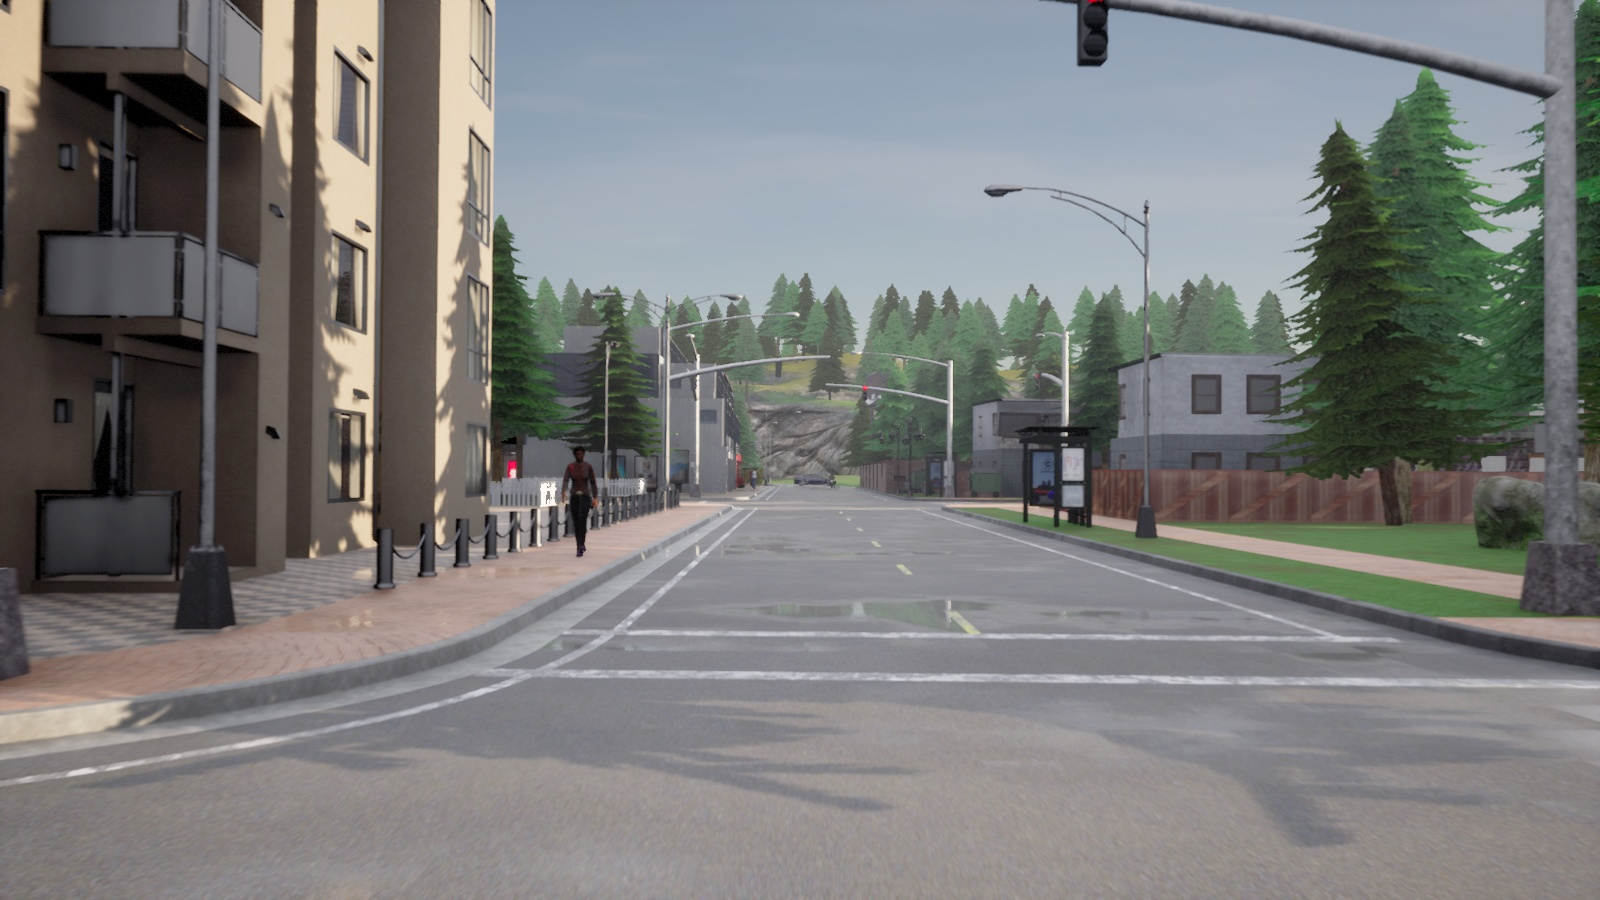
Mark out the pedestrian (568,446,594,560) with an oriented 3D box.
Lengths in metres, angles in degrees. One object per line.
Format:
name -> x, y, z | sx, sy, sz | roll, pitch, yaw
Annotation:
pedestrian -> -3.551, 0.850, 20.399 | 0.328, 1.805, 0.869 | 0, -1, -4
